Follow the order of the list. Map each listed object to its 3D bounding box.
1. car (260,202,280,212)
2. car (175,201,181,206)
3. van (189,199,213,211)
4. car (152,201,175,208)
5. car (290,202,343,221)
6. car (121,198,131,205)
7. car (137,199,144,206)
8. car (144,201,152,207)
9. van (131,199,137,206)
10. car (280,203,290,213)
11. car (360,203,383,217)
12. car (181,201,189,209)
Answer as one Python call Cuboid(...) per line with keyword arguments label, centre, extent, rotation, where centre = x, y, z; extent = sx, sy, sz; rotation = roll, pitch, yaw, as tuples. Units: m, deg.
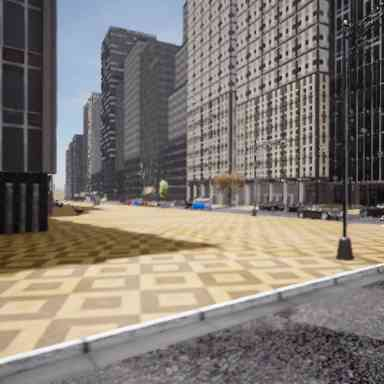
Cuboid(label="car", centre=(11.569, 2.106, 48.056), extent=(1.947, 1.339, 4.313), rotation=(-1, -1, -25))
Cuboid(label="car", centre=(-2.780, 2.711, 78.599), extent=(1.802, 1.307, 4.206), rotation=(-1, -1, -25))
Cuboid(label="van", centre=(1.589, 1.943, 49.586), extent=(1.690, 1.788, 3.998), rotation=(-1, -1, -25))
Cuboid(label="car", centre=(-5.582, 2.446, 64.855), extent=(2.008, 1.369, 4.403), rotation=(-1, -1, -25))
Cuboid(label="car", centre=(11.160, 1.775, 29.221), extent=(2.008, 1.369, 4.403), rotation=(-1, -1, -25))
Cuboid(label="car", centre=(-17.540, 2.945, 90.307), extent=(1.887, 1.381, 4.507), rotation=(-1, -1, -25))
Cuboid(label="car", centre=(-10.366, 2.640, 75.036), extent=(1.887, 1.381, 4.507), rotation=(-1, -1, -25))
Cuboid(label="car", centre=(-7.902, 2.517, 69.792), extent=(1.752, 1.417, 4.829), rotation=(-1, -1, -25))
Cuboid(label="van", centre=(-12.761, 2.538, 80.128), extent=(1.690, 1.788, 3.998), rotation=(-1, -1, -25))
Cuboid(label="car", centre=(13.961, 2.011, 42.966), extent=(1.947, 1.339, 4.313), rotation=(-1, -1, -25))
Cuboid(label="car", centre=(18.744, 1.808, 32.784), extent=(2.008, 1.369, 4.403), rotation=(-1, -1, -25))
Cuboid(label="car", centre=(0.359, 2.239, 58.523), extent=(1.882, 1.535, 5.008), rotation=(0, -1, -25))
